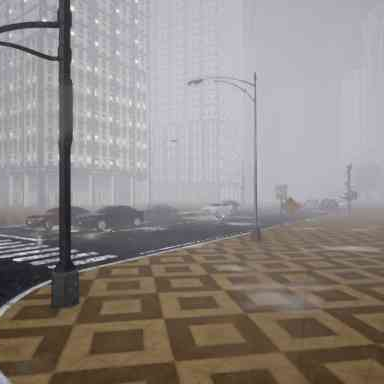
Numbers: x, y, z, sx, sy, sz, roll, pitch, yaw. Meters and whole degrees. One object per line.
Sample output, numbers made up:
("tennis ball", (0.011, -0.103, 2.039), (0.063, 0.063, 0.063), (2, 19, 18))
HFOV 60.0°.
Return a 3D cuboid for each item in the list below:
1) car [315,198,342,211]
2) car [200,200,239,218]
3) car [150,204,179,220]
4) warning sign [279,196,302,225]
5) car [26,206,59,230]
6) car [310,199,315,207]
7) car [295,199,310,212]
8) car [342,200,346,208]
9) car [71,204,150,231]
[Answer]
("car", (19.263, 1.663, 46.740), (2.097, 1.767, 4.553), (0, 0, 32))
("car", (2.608, 1.743, 33.605), (1.812, 1.442, 4.674), (0, -1, 34))
("car", (-3.332, 1.797, 30.653), (1.895, 1.301, 4.718), (0, -1, 34))
("warning sign", (6.804, 1.251, 22.965), (1.300, 1.860, 1.060), (0, 0, 34))
("car", (-8.802, 1.659, 22.635), (1.812, 1.442, 4.674), (0, -1, 34))
("car", (19.101, 1.831, 52.762), (1.882, 1.535, 5.008), (0, 0, 31))
("car", (13.880, 1.898, 44.366), (1.895, 1.301, 4.718), (0, -1, 33))
("car", (24.421, 1.966, 55.223), (1.895, 1.301, 4.718), (0, 0, 30))
("car", (-5.307, 1.606, 21.997), (1.882, 1.535, 5.008), (0, -1, 34))
